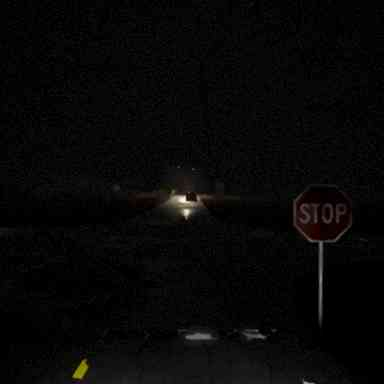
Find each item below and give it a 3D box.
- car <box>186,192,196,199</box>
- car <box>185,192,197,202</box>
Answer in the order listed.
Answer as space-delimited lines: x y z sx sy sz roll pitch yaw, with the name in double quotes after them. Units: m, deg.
-0.152 0.728 70.838 2.128 1.511 4.902 0 1 0 "car"
-0.131 0.848 60.774 2.097 1.767 4.553 0 1 0 "car"
